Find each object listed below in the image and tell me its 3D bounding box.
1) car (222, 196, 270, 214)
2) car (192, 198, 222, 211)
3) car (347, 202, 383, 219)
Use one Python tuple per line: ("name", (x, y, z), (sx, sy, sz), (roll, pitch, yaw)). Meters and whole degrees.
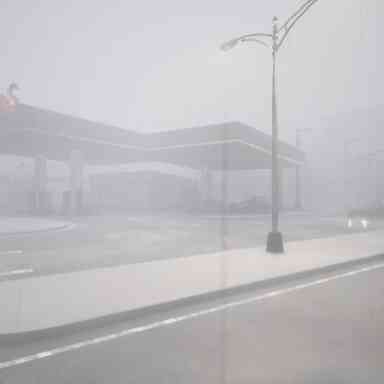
("car", (5.856, 1.292, 34.099), (4.611, 1.667, 2.242), (0, 0, -35))
("car", (1.899, 1.452, 38.334), (3.806, 1.475, 1.970), (0, 0, -35))
("car", (15.916, 1.600, 29.348), (5.357, 1.411, 2.033), (0, 0, -35))
